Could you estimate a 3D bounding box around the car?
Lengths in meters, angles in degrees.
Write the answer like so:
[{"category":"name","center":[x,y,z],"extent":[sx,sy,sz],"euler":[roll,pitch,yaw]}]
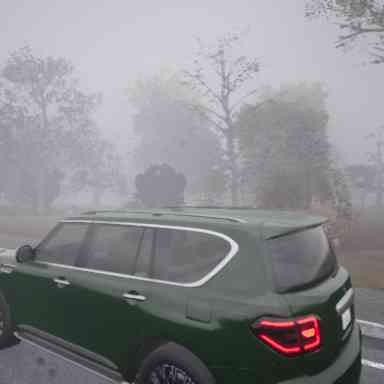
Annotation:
[{"category":"car","center":[-0.790,1.222,4.555],"extent":[5.566,2.045,2.150],"euler":[0,0,36]}]
